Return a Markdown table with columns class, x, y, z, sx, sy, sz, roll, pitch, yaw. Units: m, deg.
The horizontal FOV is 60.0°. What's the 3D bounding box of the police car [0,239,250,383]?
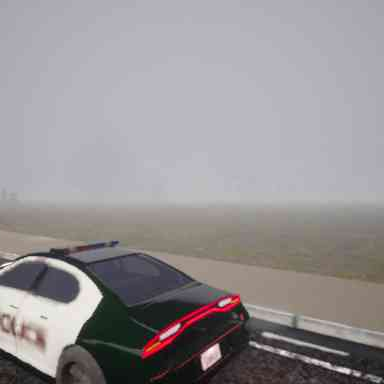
| class | x | y | z | sx | sy | sz | roll | pitch | yaw |
| --- | --- | --- | --- | --- | --- | --- | --- | --- | --- |
| police car | -1.770 | 1.507 | 4.824 | 4.974 | 1.542 | 2.038 | 0 | 0 | 35 |
